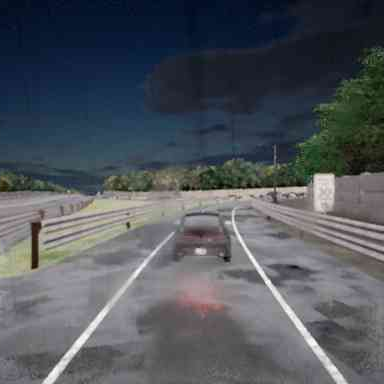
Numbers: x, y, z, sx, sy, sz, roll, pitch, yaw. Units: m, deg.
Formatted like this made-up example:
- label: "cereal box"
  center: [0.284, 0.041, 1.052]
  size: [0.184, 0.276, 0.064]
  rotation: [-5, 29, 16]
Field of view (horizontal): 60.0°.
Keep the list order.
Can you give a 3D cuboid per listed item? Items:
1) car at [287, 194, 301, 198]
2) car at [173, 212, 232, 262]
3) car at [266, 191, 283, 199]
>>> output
- label: "car"
  center: [26.298, 0.853, 85.807]
  size: [4.718, 1.301, 1.895]
  rotation: [-2, 1, -45]
- label: "car"
  center: [0.396, 1.488, 12.133]
  size: [1.837, 1.490, 4.892]
  rotation: [0, 0, 3]
- label: "car"
  center: [19.391, 0.735, 77.805]
  size: [2.150, 2.045, 5.566]
  rotation: [-1, 1, 38]
